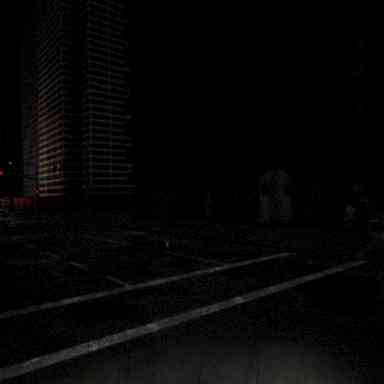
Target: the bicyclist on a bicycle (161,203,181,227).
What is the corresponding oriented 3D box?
[{"bbox_3d":[-1.438,1.553,22.672,1.656,1.620,0.582,-1,0,-39],"label":"bicyclist on a bicycle"}]
